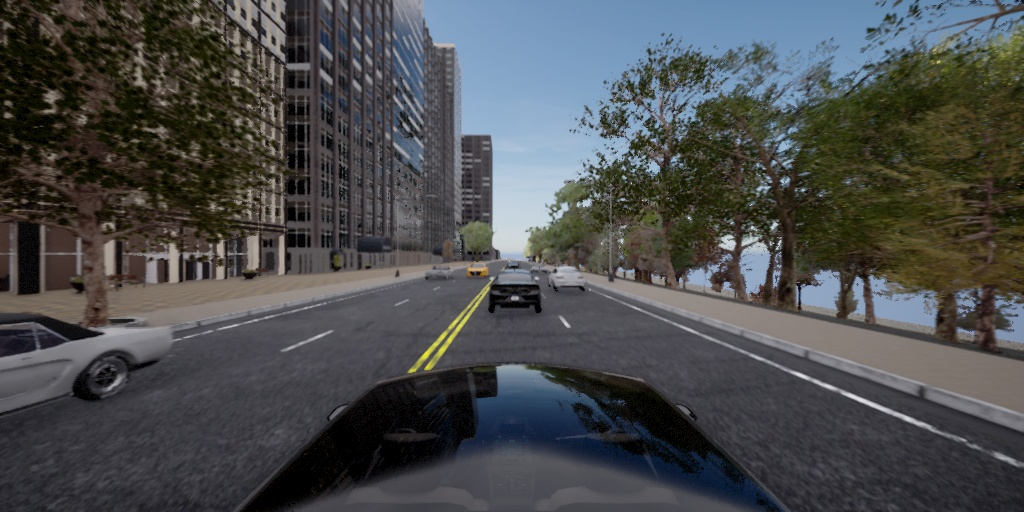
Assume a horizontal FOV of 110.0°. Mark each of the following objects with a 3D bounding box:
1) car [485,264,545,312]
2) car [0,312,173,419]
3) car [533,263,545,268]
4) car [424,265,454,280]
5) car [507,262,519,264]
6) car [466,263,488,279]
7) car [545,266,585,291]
[{"bbox_3d":[0.103,1.286,14.644,1.882,1.535,5.008,0,0,0],"label":"car"},{"bbox_3d":[-6.582,1.361,3.692,1.895,1.301,4.718,0,0,0],"label":"car"},{"bbox_3d":[3.364,1.559,45.751,1.895,1.301,4.718,0,0,0],"label":"car"},{"bbox_3d":[-6.586,1.496,32.639,1.895,1.301,4.718,0,0,0],"label":"car"},{"bbox_3d":[0.112,1.436,39.855,1.837,1.490,4.892,0,0,0],"label":"car"},{"bbox_3d":[-3.330,1.386,35.323,1.882,1.535,5.008,0,0,0],"label":"car"},{"bbox_3d":[3.352,1.371,22.584,1.812,1.442,4.674,0,0,0],"label":"car"}]
